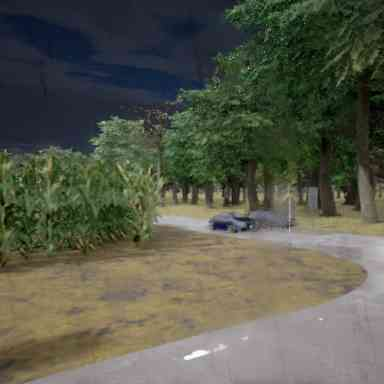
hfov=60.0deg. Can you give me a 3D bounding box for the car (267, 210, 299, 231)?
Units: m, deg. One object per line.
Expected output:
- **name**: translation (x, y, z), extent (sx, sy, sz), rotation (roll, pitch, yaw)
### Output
- **car**: translation (5.343, 2.040, 24.771), extent (2.033, 1.411, 5.357), rotation (-1, -1, -30)

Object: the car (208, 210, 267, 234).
- **car**: translation (2.828, 2.079, 23.066), extent (1.994, 1.385, 4.181), rotation (-1, -1, -29)
